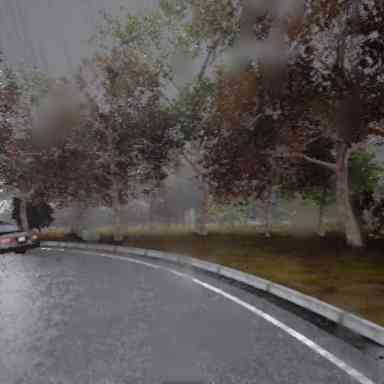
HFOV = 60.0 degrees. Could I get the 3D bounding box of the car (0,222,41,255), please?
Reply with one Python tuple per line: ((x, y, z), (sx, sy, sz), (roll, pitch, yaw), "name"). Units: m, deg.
((-8.738, 1.959, 13.773), (5.357, 1.411, 2.033), (-3, -1, 26), "car")
